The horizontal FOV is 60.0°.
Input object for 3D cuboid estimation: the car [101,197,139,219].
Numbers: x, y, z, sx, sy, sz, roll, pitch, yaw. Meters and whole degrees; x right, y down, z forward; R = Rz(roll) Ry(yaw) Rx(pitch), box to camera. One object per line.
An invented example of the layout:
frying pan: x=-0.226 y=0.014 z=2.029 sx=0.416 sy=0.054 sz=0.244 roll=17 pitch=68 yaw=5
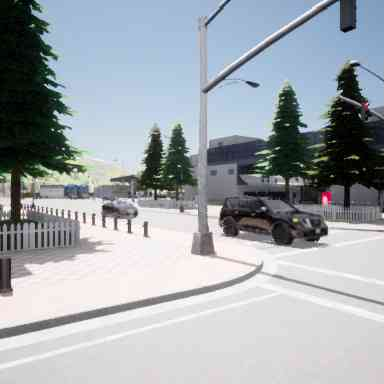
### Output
car: x=-6.463 y=1.506 z=29.480 sx=2.128 sy=1.511 sz=4.902 roll=0 pitch=0 yaw=-37

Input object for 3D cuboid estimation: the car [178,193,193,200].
car: x=-1.777 y=1.092 z=88.029 sx=1.905 sy=1.878 sz=3.866 roll=0 pitch=0 yaw=-37

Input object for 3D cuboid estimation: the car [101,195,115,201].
car: x=-20.905 y=1.400 z=82.760 sx=1.970 sy=1.475 sz=3.806 roll=0 pitch=0 yaw=-37

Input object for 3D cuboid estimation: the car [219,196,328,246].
car: x=3.595 y=1.236 z=15.853 sx=2.150 sy=2.045 sz=5.566 roll=0 pitch=0 yaw=-34

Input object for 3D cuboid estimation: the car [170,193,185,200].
car: x=-3.867 y=1.113 z=85.969 sx=1.932 sy=1.855 sz=4.605 roll=0 pitch=0 yaw=-37

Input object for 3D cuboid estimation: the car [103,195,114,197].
car: x=-18.885 y=1.389 z=75.023 sx=1.845 sy=1.501 sz=3.633 roll=0 pitch=0 yaw=-37
